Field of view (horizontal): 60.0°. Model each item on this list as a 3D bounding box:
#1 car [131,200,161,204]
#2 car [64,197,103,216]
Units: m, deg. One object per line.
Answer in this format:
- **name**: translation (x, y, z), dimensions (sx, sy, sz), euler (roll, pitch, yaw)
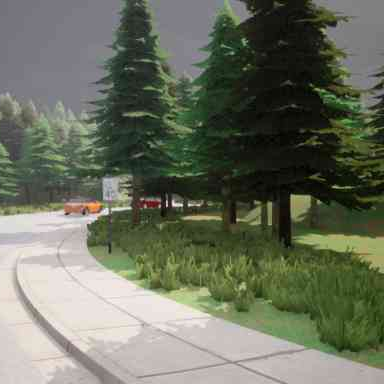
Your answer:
- **car**: translation (-5.894, 1.478, 43.724), dimensions (1.882, 1.535, 5.008), euler (0, 0, 33)
- **car**: translation (-10.598, 1.352, 32.903), dimensions (2.097, 1.767, 4.553), euler (0, 0, 10)
